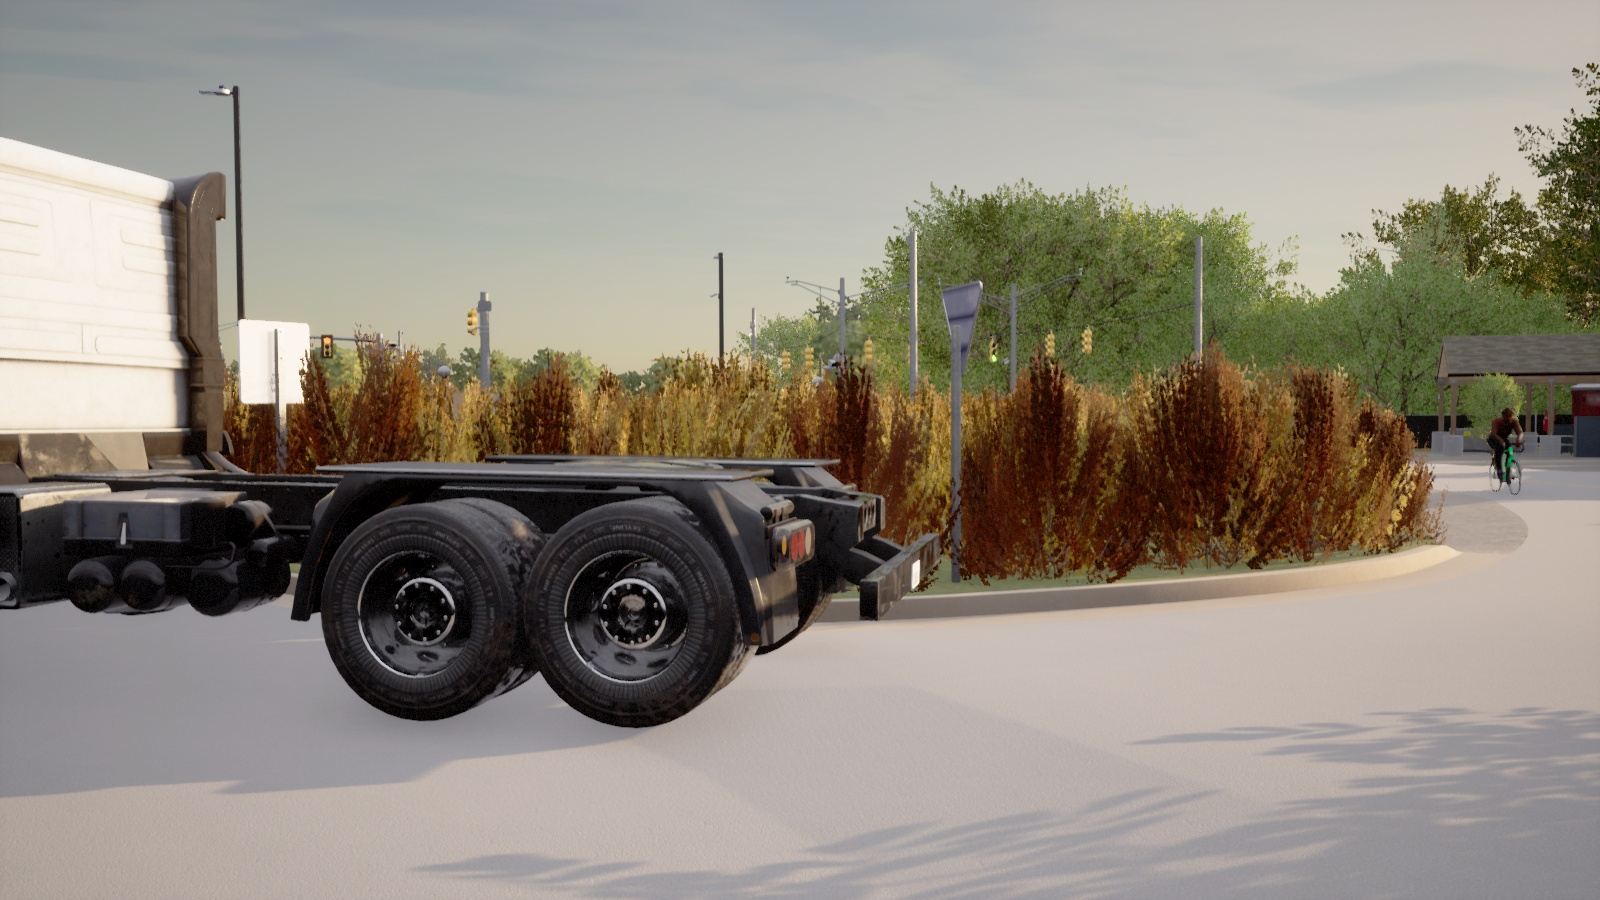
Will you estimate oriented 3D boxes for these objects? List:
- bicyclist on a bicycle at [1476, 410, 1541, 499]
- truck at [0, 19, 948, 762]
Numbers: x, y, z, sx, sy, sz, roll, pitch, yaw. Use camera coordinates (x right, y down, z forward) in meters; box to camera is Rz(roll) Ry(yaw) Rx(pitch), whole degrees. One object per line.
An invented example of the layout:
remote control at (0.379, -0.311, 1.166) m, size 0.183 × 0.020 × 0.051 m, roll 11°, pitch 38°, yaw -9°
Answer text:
bicyclist on a bicycle at (13.259, 0.059, 23.540) m, size 0.582 × 1.620 × 1.656 m, roll -1°, pitch 2°, yaw 11°
truck at (-3.192, -0.369, 8.152) m, size 7.936 × 3.462 × 2.891 m, roll 1°, pitch 2°, yaw 13°
